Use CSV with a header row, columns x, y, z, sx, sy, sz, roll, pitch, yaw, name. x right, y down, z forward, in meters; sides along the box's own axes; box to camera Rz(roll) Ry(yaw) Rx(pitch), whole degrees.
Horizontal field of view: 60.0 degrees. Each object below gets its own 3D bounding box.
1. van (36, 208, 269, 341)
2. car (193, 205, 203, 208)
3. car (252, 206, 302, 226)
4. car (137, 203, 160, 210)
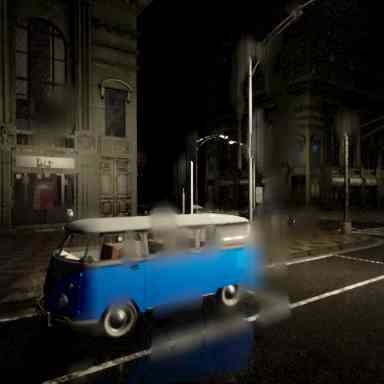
x,y,z,sx,sy,sz,roll,pitch,yaw,name
-0.608,1.340,6.241,3.998,1.788,1.690,0,0,-36,van
0.151,2.030,34.469,1.994,1.385,4.181,0,-1,-36,car
5.951,1.841,26.425,2.033,1.411,5.357,0,-1,-36,car
-5.806,2.149,42.743,1.837,1.490,4.892,0,-1,-36,car
